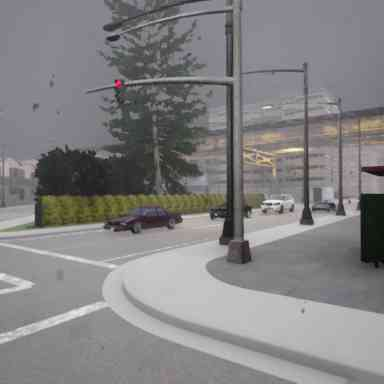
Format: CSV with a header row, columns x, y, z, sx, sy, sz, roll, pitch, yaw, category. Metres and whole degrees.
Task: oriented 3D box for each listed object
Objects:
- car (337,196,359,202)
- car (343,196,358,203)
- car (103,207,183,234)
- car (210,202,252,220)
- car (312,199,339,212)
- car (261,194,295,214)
x,y,z,sx,sy,sz,roll,pitch,yaw,category
31.951,1.359,68.006,4.536,1.218,1.853,0,0,-29,car
31.907,1.516,67.979,4.974,1.542,2.038,0,0,-29,car
-2.728,1.597,20.050,2.033,1.411,5.357,-1,0,36,car
3.393,1.529,28.497,1.882,1.535,5.008,-1,0,36,car
15.455,1.586,38.859,1.994,1.385,4.181,-1,0,36,car
9.696,1.275,37.161,2.150,2.045,5.566,-1,0,36,car
